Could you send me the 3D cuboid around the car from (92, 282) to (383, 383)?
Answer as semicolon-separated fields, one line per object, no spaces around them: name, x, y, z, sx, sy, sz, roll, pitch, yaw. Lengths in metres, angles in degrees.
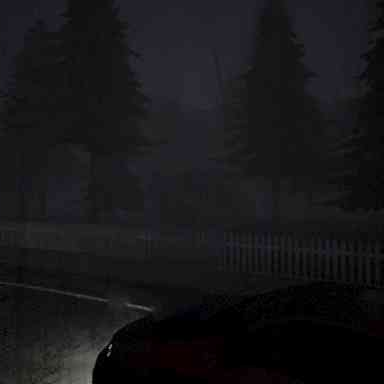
car;1.086;1.546;2.841;4.181;1.385;1.994;0;0;34
